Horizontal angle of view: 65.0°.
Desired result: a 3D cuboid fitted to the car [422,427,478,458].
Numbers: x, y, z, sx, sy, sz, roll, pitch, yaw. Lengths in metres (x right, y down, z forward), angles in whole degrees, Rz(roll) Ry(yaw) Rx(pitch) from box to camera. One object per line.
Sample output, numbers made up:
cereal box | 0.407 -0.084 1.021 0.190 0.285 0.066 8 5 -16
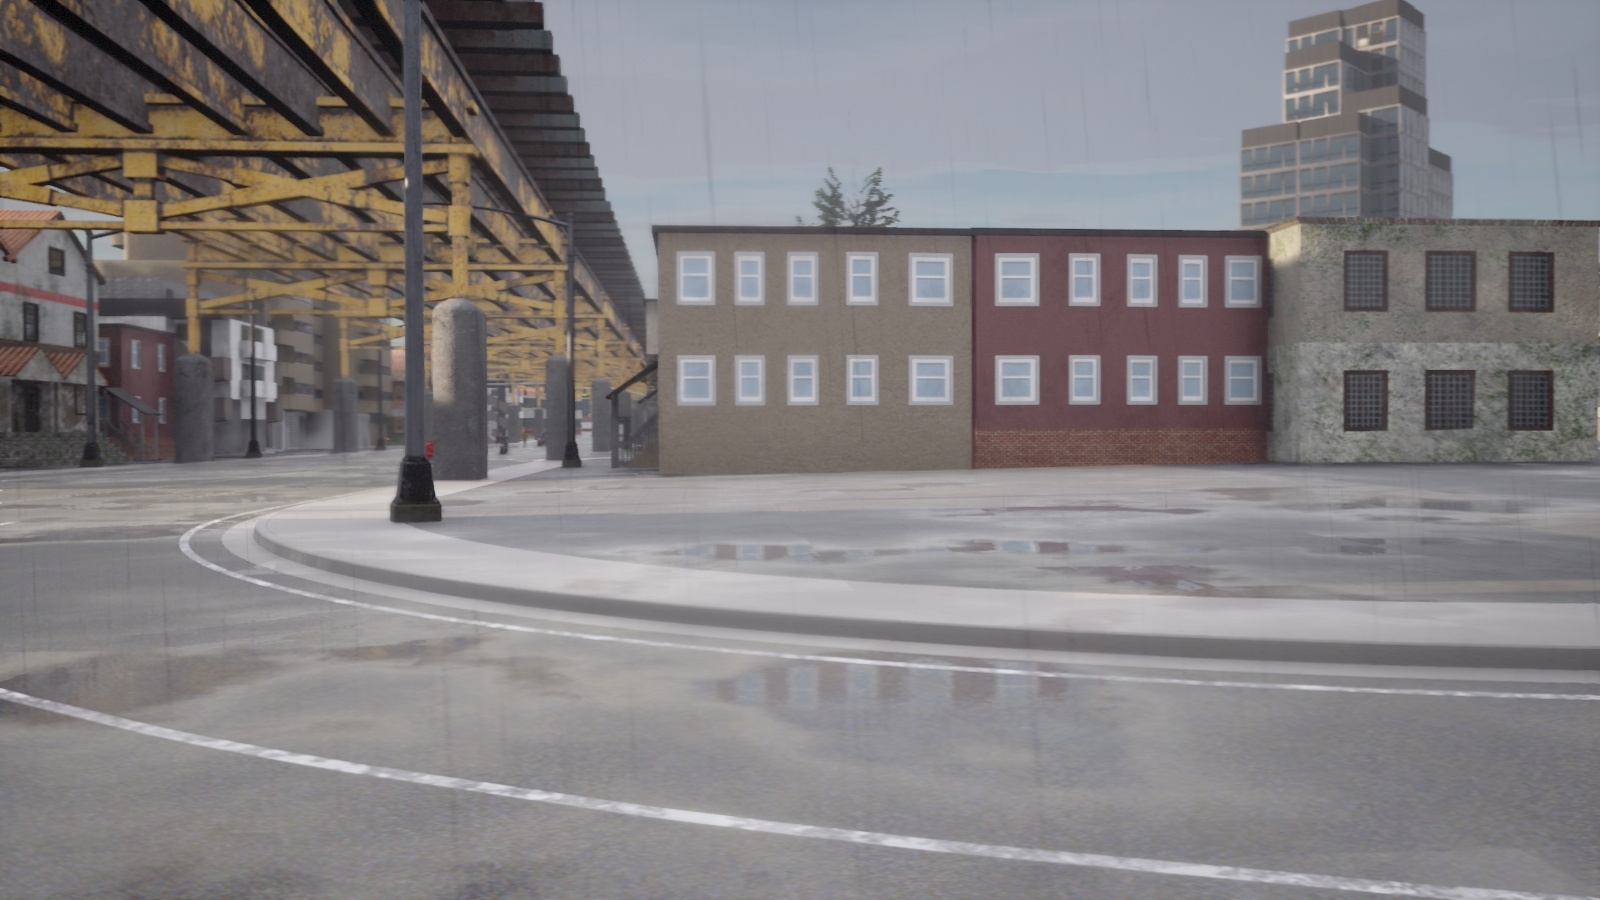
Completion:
car | -19.978 -0.447 71.840 2.242 1.667 4.611 0 1 -5
